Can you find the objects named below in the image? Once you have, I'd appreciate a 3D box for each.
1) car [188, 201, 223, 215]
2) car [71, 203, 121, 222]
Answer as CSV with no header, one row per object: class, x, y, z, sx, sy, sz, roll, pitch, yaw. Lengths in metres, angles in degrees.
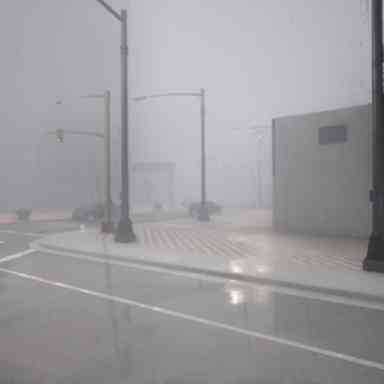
car,1.504,1.710,35.914,1.837,1.490,4.892,-1,0,36
car,-8.074,1.732,28.818,1.837,1.490,4.892,-1,0,36
